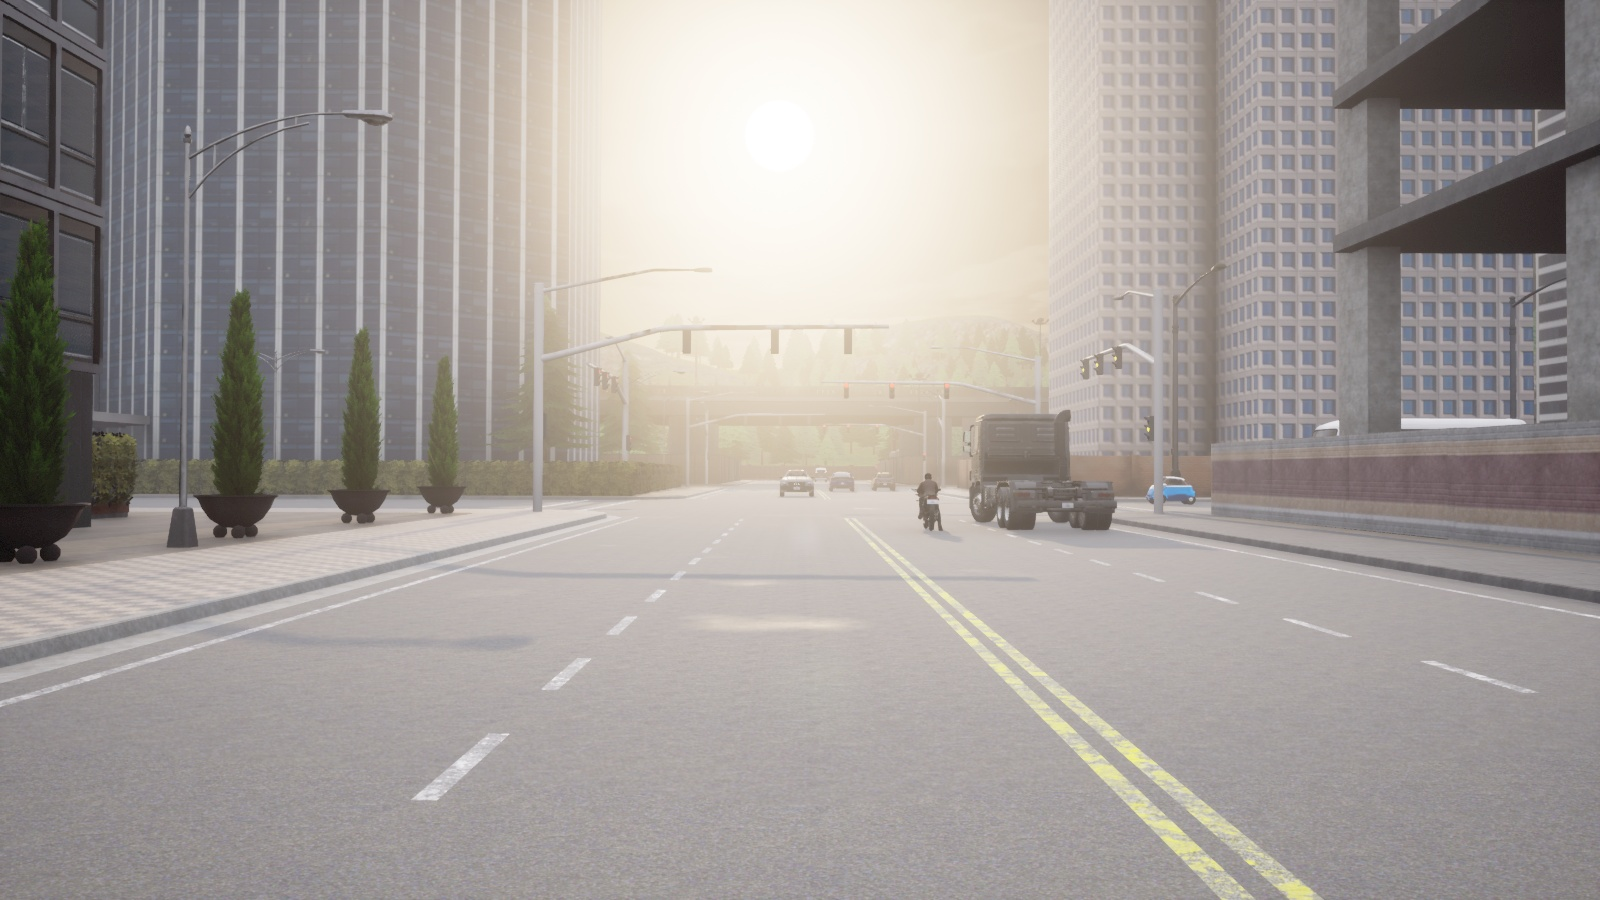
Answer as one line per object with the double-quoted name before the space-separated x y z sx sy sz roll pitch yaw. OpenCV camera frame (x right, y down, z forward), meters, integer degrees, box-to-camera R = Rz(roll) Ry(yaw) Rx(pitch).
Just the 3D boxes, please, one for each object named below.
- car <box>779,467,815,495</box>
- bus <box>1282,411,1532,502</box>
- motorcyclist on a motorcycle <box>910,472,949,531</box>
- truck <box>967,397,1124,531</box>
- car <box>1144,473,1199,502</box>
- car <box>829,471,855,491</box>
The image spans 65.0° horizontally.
"car" -0.183 1.908 78.435 2.152 1.651 5.027 0 -1 0
"bus" 29.482 0.349 61.421 10.273 4.253 3.944 0 -1 0
"motorcyclist on a motorcycle" 3.422 1.341 33.314 0.797 1.523 2.044 0 -1 0
"truck" 6.892 0.416 36.473 2.891 3.462 7.936 0 -1 -1
"car" 18.165 1.826 61.453 2.207 1.376 1.481 0 -1 0
"car" 3.270 2.425 98.267 1.882 1.535 5.008 0 -1 0
